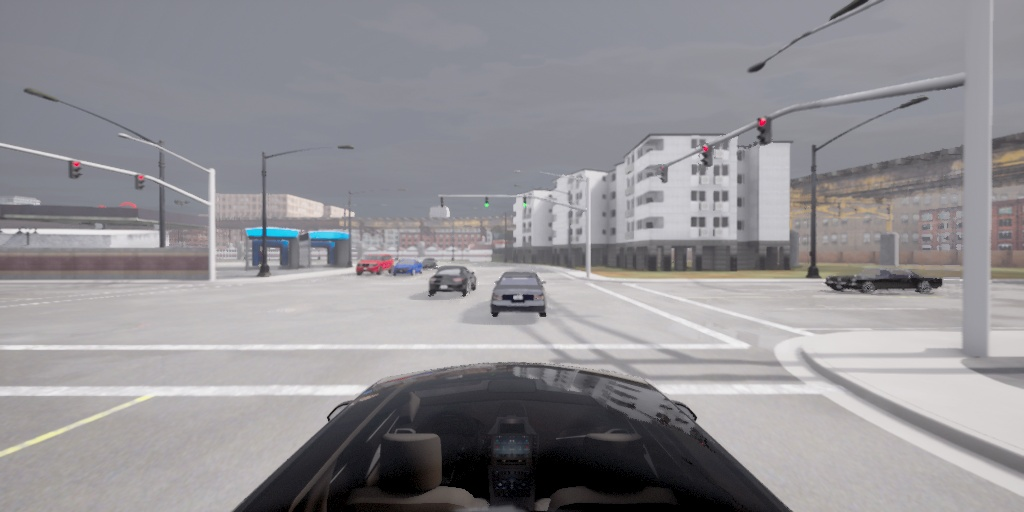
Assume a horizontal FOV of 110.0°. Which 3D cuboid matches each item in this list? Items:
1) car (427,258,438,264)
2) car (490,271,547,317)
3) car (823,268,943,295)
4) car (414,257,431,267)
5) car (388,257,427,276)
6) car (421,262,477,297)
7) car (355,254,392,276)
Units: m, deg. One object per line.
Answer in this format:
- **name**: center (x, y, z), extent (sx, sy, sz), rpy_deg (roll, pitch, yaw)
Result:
- **car**: center (-10.533, 1.020, 45.843), extent (1.837, 1.490, 4.892), rpy_deg (0, 1, -9)
- **car**: center (0.294, 1.258, 13.063), extent (2.033, 1.411, 5.357), rpy_deg (0, 0, 3)
- **car**: center (19.449, 1.309, 18.957), extent (4.718, 1.301, 1.895), rpy_deg (0, 0, -1)
- **car**: center (-14.979, 0.940, 60.043), extent (1.812, 1.442, 4.674), rpy_deg (0, 1, -26)
- **car**: center (-9.976, 1.073, 34.664), extent (1.882, 1.535, 5.008), rpy_deg (0, 0, -1)
- **car**: center (-2.949, 1.211, 18.353), extent (1.812, 1.442, 4.674), rpy_deg (0, 0, 3)
- **car**: center (-13.453, 0.811, 35.591), extent (2.150, 2.045, 5.566), rpy_deg (0, 0, 0)
